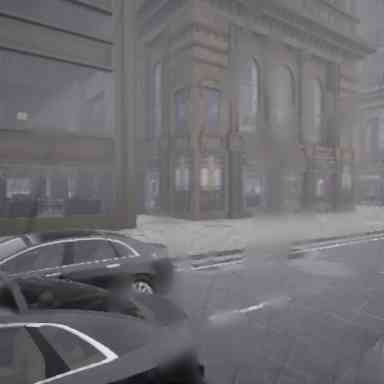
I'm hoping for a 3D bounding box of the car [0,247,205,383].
[{"bbox_3d":[-2.166,1.480,2.112,4.892,1.490,1.837,0,0,-36],"label":"car"}]

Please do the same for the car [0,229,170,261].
[{"bbox_3d":[-2.591,1.464,5.803,4.892,1.490,1.837,0,0,-36],"label":"car"}]
